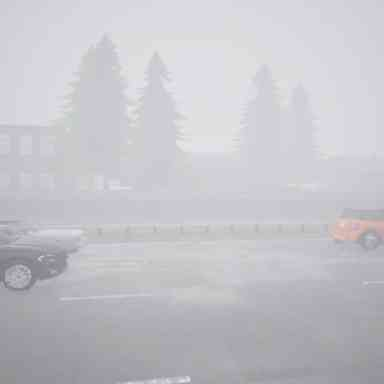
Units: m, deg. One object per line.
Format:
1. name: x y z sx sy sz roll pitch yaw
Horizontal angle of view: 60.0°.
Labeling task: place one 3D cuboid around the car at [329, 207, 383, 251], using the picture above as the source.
1. car: 8.474 1.463 14.522 4.553 1.767 2.097 0 0 -11

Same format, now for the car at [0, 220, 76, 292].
1. car: -5.713 1.516 8.196 5.008 1.535 1.882 0 0 -11

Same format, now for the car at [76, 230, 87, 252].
1. car: -6.183 1.659 11.667 4.718 1.301 1.895 0 0 -11
